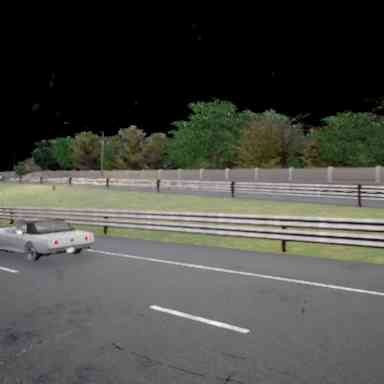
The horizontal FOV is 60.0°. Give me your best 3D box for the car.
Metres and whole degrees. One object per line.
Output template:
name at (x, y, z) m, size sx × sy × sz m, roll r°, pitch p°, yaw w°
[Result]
car at (-5.895, 1.682, 12.473) m, size 4.718 × 1.301 × 1.895 m, roll -1°, pitch 0°, yaw 35°
